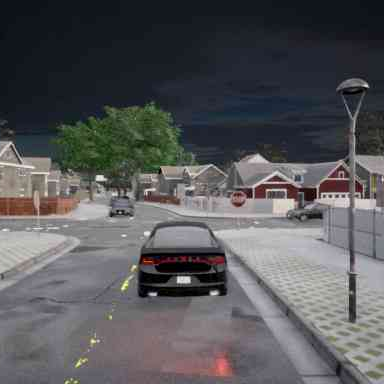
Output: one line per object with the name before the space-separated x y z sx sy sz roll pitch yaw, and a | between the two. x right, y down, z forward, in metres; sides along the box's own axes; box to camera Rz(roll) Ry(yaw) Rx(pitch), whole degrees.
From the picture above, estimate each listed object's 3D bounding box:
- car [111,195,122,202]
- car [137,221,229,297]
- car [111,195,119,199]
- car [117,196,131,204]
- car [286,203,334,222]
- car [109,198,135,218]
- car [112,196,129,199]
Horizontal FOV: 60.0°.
car | -16.874 1.495 74.471 1.882 1.535 5.008 0 0 -19
car | -0.271 1.476 8.633 1.882 1.535 5.008 0 0 -3
car | -12.507 1.572 54.563 2.033 1.411 5.357 0 0 -20
car | -13.300 1.513 65.011 1.837 1.490 4.892 0 0 -21
car | 9.947 1.633 26.981 4.674 1.442 1.812 1 1 -15
car | -6.301 1.576 30.285 1.994 1.385 4.181 0 0 -5
car | -8.927 1.567 43.128 2.033 1.411 5.357 0 0 -16
